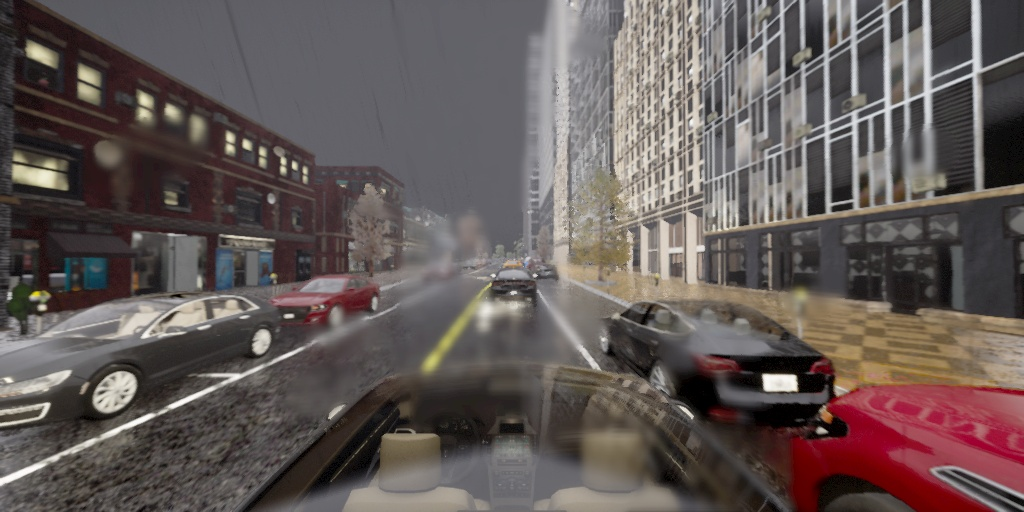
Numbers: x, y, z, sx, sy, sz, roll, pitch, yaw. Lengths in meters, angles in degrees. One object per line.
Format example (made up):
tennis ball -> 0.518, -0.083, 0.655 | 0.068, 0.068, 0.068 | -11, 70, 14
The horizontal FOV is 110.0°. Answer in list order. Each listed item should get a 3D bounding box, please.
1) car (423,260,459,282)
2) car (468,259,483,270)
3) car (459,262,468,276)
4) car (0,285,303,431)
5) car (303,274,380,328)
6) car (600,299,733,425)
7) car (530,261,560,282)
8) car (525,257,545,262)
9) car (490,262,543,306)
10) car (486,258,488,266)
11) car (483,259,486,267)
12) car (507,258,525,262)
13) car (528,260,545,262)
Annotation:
car -> -5.692, 1.164, 28.323 | 1.967, 1.591, 4.097 | 0, 0, 0
car -> -5.695, 1.269, 50.899 | 1.948, 1.339, 4.313 | 0, 0, 0
car -> -5.693, 1.285, 33.967 | 1.948, 1.339, 4.313 | 0, 0, 0
car -> -5.690, 1.296, 5.747 | 2.007, 1.370, 4.403 | 0, 0, 0
car -> -5.691, 1.285, 11.391 | 1.888, 1.381, 4.507 | 0, 0, 0
car -> 2.691, 1.312, 5.692 | 1.948, 1.339, 4.313 | 0, 0, 0
car -> 2.688, 1.290, 28.268 | 1.948, 1.339, 4.313 | 0, 0, 0
car -> 2.696, 1.029, 39.556 | 2.192, 1.841, 5.009 | 0, 0, 0
car -> 0.097, 1.213, 15.777 | 1.882, 1.535, 5.008 | 0, 0, 0
car -> -5.696, 1.220, 62.017 | 1.751, 1.417, 4.829 | 0, 0, 0
car -> -5.695, 1.138, 56.543 | 1.967, 1.591, 4.097 | 0, 0, 0
car -> 0.098, 1.193, 37.576 | 1.882, 1.535, 5.008 | 0, 0, 0
car -> 2.691, 1.301, 33.913 | 1.802, 1.307, 4.207 | 0, 0, 0
